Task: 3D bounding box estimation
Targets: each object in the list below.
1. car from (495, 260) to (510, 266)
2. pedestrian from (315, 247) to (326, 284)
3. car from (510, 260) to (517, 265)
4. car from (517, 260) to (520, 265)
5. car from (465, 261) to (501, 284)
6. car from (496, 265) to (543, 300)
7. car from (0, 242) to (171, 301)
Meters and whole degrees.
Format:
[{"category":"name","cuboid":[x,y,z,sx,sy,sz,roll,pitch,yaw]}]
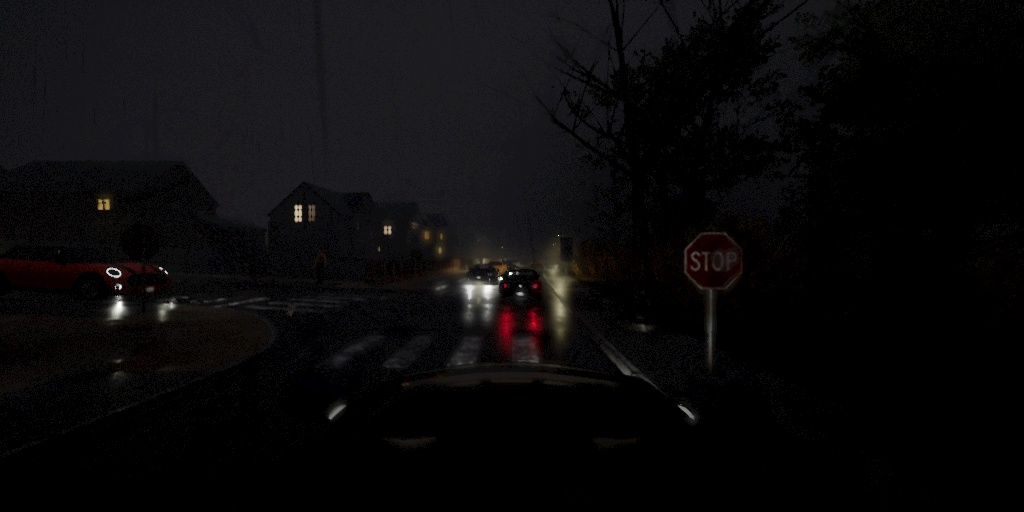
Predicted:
[{"category":"car","cuboid":[-1.558,1.175,34.741,1.882,1.535,5.008,0,0,4]},{"category":"pedestrian","cuboid":[-9.555,0.470,17.869,0.375,1.860,0.375,0,-3,0]},{"category":"car","cuboid":[-0.817,1.246,43.955,1.812,1.442,4.674,0,0,5]},{"category":"car","cuboid":[0.234,1.284,54.268,1.812,1.442,4.674,0,0,7]},{"category":"car","cuboid":[-2.116,1.258,25.939,1.994,1.385,4.181,0,0,3]},{"category":"car","cuboid":[0.450,1.308,17.431,1.895,1.301,4.718,0,0,2]},{"category":"car","cuboid":[-14.325,0.435,12.026,4.553,1.767,2.097,3,0,0]}]
